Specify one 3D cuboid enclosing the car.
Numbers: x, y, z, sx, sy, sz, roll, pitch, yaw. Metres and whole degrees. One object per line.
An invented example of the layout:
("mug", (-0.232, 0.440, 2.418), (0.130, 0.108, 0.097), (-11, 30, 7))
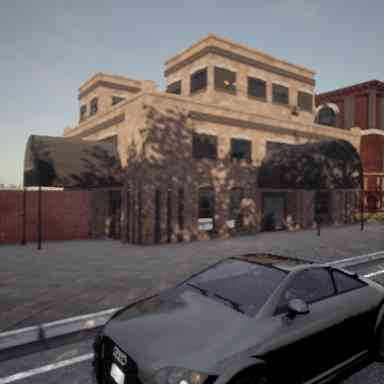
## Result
("car", (0.912, 1.564, 4.336), (4.181, 1.385, 1.994), (0, 0, -35))
